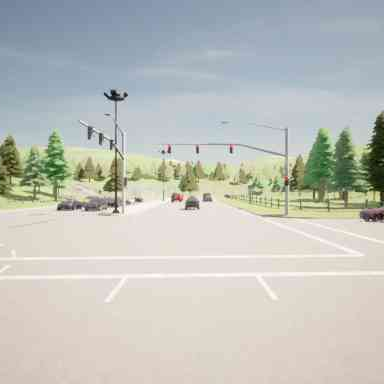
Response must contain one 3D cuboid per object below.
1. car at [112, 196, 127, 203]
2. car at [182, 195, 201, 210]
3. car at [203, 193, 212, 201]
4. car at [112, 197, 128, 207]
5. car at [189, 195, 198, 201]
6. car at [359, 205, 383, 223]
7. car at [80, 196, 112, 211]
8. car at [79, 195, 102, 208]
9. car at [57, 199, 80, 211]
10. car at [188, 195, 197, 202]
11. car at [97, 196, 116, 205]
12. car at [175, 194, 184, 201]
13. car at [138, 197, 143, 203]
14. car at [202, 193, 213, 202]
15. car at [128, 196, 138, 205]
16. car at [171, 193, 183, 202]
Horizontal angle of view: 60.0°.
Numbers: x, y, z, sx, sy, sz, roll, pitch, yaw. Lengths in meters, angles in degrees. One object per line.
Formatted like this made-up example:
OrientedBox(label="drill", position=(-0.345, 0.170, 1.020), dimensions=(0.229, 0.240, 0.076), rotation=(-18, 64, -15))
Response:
OrientedBox(label="car", position=(-14.950, 1.594, 68.736), dimensions=(1.895, 1.301, 4.718), rotation=(0, 0, 0))
OrientedBox(label="car", position=(0.029, 1.503, 43.173), dimensions=(1.837, 1.490, 4.892), rotation=(0, 0, 0))
OrientedBox(label="car", position=(3.815, 1.165, 84.398), dimensions=(2.150, 2.045, 5.566), rotation=(0, 0, 2))
OrientedBox(label="car", position=(-11.564, 1.546, 50.112), dimensions=(2.033, 1.411, 5.357), rotation=(0, 0, 0))
OrientedBox(label="car", position=(0.316, 1.465, 84.463), dimensions=(2.128, 1.511, 4.902), rotation=(0, 0, 2))
OrientedBox(label="car", position=(15.053, 1.525, 24.871), dimensions=(4.674, 1.442, 1.812), rotation=(0, 0, 1))
OrientedBox(label="car", position=(-11.572, 1.504, 40.374), dimensions=(1.837, 1.490, 4.892), rotation=(0, 0, 0))
OrientedBox(label="car", position=(-15.060, 1.351, 49.714), dimensions=(2.097, 1.767, 4.553), rotation=(0, 0, 0))
OrientedBox(label="car", position=(-15.060, 1.563, 41.207), dimensions=(1.994, 1.385, 4.181), rotation=(0, 0, 1))
OrientedBox(label="car", position=(0.091, 1.473, 74.192), dimensions=(1.882, 1.535, 5.008), rotation=(0, 0, 1))
OrientedBox(label="car", position=(-15.032, 1.490, 58.593), dimensions=(2.128, 1.511, 4.902), rotation=(0, 0, 0))
OrientedBox(label="car", position=(-3.183, 1.417, 84.557), dimensions=(1.882, 1.535, 5.008), rotation=(0, 0, 2))
OrientedBox(label="car", position=(-11.449, 1.594, 69.889), dimensions=(1.895, 1.301, 4.718), rotation=(0, 0, 0))
OrientedBox(label="car", position=(3.587, 1.535, 73.774), dimensions=(2.033, 1.411, 5.357), rotation=(0, 0, 1))
OrientedBox(label="car", position=(-11.537, 1.600, 59.696), dimensions=(1.895, 1.301, 4.718), rotation=(0, 0, 1))
OrientedBox(label="car", position=(-3.413, 1.219, 73.812), dimensions=(2.150, 2.045, 5.566), rotation=(0, 0, 1))
